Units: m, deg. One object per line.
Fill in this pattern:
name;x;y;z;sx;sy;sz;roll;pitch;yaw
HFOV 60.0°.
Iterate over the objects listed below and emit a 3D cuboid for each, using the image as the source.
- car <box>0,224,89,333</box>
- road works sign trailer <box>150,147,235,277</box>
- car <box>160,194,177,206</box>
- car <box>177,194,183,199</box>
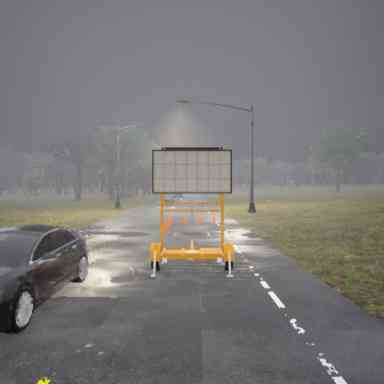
car;-3.597;1.495;6.823;1.837;1.490;4.892;0;0;0
road works sign trailer;0.004;0.445;10.169;2.380;3.560;2.880;0;0;0
car;-3.573;1.233;48.663;1.882;1.535;5.008;0;1;0
car;-3.458;0.620;84.163;2.150;2.045;5.566;0;0;0
